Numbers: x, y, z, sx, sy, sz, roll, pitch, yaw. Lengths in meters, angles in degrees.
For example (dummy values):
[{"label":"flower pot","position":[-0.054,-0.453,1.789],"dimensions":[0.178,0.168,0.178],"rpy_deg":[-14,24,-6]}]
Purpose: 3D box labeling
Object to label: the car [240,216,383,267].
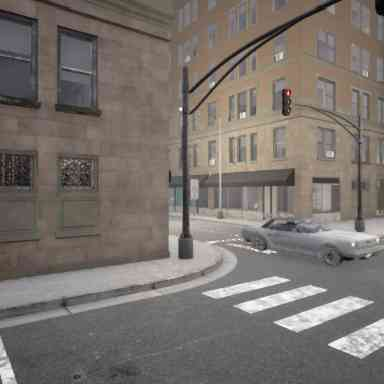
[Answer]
[{"label":"car","position":[3.971,1.567,11.716],"dimensions":[1.895,1.301,4.718],"rpy_deg":[0,1,-36]}]
